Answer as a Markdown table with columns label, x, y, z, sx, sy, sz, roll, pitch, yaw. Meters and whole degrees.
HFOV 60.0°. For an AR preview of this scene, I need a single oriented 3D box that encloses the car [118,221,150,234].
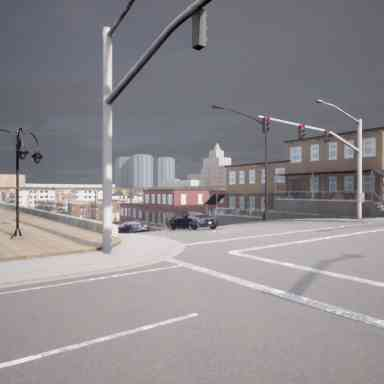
| label | x | y | z | sx | sy | sz | roll | pitch | yaw |
| --- | --- | --- | --- | --- | --- | --- | --- | --- | --- |
| car | -5.838 | 3.506 | 32.127 | 1.812 | 1.442 | 4.674 | 0 | -12 | -37 |

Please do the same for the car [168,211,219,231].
| label | x | y | z | sx | sy | sz | roll | pitch | yaw |
| --- | --- | --- | --- | --- | --- | --- | --- | --- | --- |
| car | 0.031 | 2.054 | 24.150 | 1.994 | 1.385 | 4.181 | 0 | -4 | -36 |
